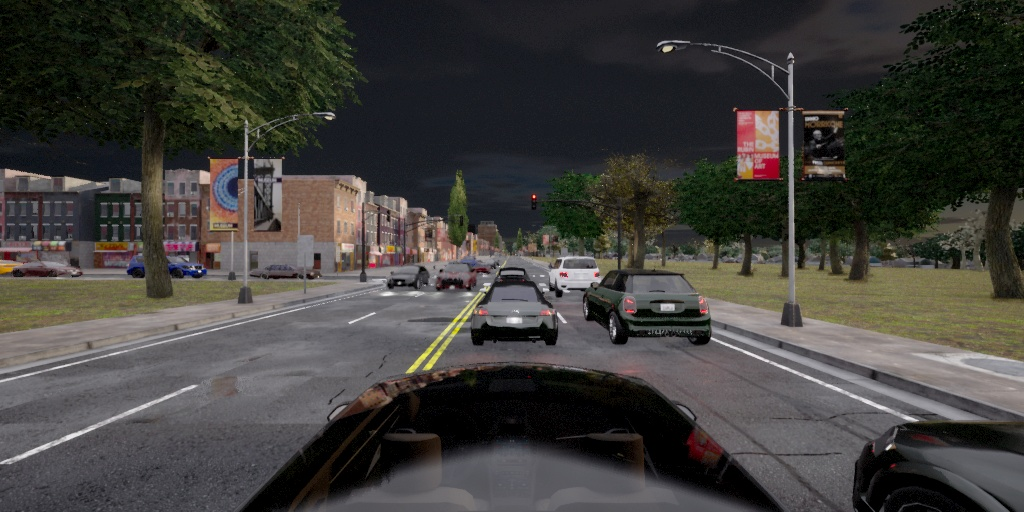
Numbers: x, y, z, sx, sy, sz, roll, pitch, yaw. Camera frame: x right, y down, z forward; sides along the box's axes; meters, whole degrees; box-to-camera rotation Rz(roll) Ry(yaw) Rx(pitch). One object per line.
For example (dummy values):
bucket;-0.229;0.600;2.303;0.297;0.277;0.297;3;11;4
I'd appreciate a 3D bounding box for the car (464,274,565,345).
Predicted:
car;0.061;1.332;9.539;1.994;1.385;4.181;0;0;0

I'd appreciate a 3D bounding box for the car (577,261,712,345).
car;3.313;1.121;9.736;2.097;1.767;4.553;0;0;0

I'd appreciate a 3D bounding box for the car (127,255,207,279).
car;-29.741;0.962;30.962;5.566;2.045;2.150;0;0;0

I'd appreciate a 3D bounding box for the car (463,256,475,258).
car;-6.684;1.021;55.642;2.150;2.045;5.566;0;0;0

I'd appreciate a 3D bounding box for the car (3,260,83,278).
car;-40.099;1.191;30.960;4.674;1.442;1.812;0;0;0

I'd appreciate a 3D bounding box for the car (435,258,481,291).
car;-3.387;1.204;22.526;2.097;1.767;4.553;0;0;0

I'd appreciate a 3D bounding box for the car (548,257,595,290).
car;3.264;1.054;19.449;2.150;2.045;5.566;0;0;0

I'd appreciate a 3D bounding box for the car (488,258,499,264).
car;-3.436;1.272;55.901;1.882;1.535;5.008;0;0;0

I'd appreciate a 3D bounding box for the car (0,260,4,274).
car;-48.963;1.118;33.837;5.008;1.535;1.882;0;0;0

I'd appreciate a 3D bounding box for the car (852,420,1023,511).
car;3.341;1.315;0.705;1.994;1.385;4.181;0;0;0

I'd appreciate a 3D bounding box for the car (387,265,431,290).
car;-6.639;1.363;23.533;1.837;1.490;4.892;0;0;0

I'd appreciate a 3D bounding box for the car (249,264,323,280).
car;-19.426;1.382;30.929;5.357;1.411;2.033;1;0;-3

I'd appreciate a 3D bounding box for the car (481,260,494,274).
car;-3.420;1.481;41.066;1.895;1.301;4.718;0;0;0

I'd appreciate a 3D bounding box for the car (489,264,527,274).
car;0.014;1.331;18.451;1.837;1.490;4.892;0;0;0
